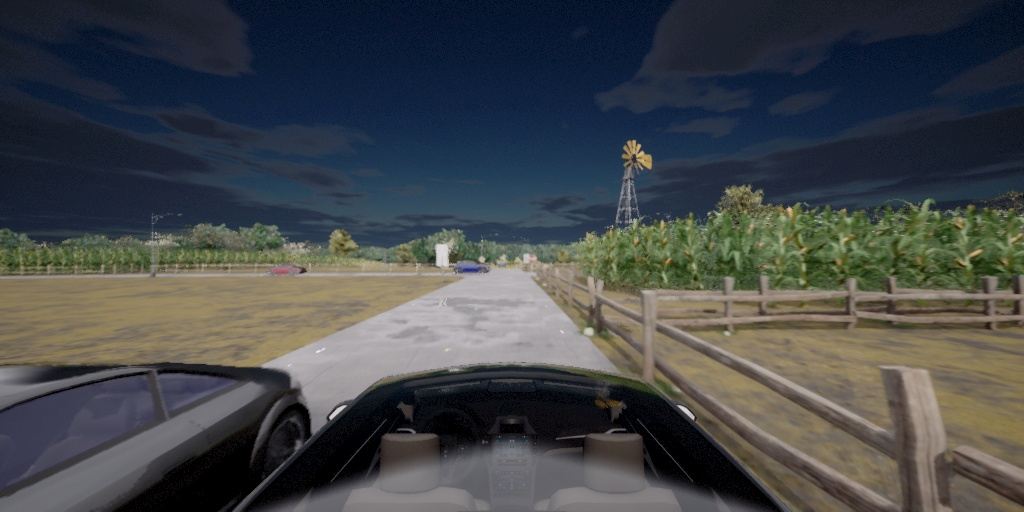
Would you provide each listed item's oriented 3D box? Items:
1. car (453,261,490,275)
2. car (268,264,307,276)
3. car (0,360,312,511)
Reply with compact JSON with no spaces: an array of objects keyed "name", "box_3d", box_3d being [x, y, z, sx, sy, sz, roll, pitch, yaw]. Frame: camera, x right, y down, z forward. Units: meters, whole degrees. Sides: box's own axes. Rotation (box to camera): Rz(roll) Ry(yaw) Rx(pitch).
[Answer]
[{"name":"car","box_3d":[-5.031,1.402,45.019,4.553,1.767,2.097,0,-1,0]},{"name":"car","box_3d":[-28.105,1.711,45.007,4.181,1.385,1.994,0,0,0]},{"name":"car","box_3d":[-2.850,1.314,1.624,1.994,1.385,4.181,0,0,0]}]
